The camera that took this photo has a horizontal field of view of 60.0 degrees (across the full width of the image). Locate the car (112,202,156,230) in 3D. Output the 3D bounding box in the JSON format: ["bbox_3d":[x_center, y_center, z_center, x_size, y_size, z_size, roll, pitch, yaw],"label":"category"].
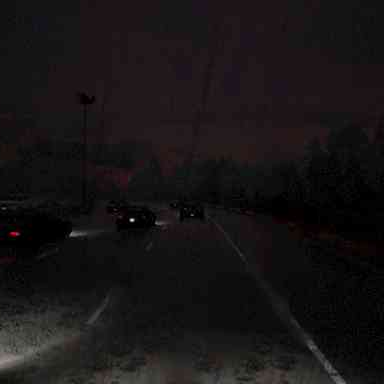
[{"bbox_3d":[-3.420,1.560,20.893,1.994,1.385,4.181,0,0,-1],"label":"car"}]

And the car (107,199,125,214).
[{"bbox_3d":[-7.763,1.502,34.932,2.128,1.511,4.902,0,0,-6],"label":"car"}]

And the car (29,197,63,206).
[{"bbox_3d":[-15.015,1.579,34.870,1.994,1.385,4.181,0,0,-8],"label":"car"}]

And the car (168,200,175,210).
[{"bbox_3d":[-1.932,1.621,42.901,1.895,1.301,4.718,0,0,-11],"label":"car"}]

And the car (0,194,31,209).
[{"bbox_3d":[-18.483,1.238,34.768,2.150,2.045,5.566,0,0,-8],"label":"car"}]

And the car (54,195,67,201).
[{"bbox_3d":[-29.245,1.353,73.854,1.994,1.385,4.181,0,0,-33],"label":"car"}]

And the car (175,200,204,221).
[{"bbox_3d":[-0.097,1.489,26.879,2.128,1.511,4.902,0,0,-3],"label":"car"}]

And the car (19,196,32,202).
[{"bbox_3d":[-35.069,1.408,69.970,1.895,1.301,4.718,0,0,-33],"label":"car"}]

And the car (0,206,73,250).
[{"bbox_3d":[-6.902,1.542,14.318,2.033,1.411,5.357,0,0,0],"label":"car"}]
